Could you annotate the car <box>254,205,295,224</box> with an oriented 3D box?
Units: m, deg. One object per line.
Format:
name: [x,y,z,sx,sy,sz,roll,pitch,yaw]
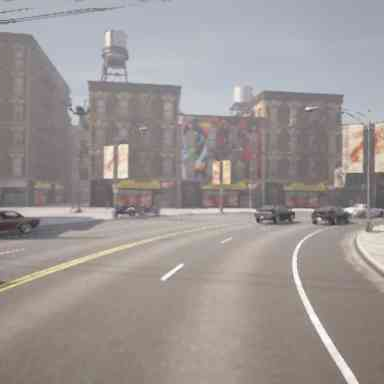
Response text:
car: [7.061,1.844,28.091,2.128,1.511,4.902,0,-1,40]

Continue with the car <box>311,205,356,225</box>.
car: [11.703,1.904,27.926,1.837,1.490,4.892,0,-1,44]

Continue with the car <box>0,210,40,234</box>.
car: [-10.643,1.668,17.775,1.895,1.301,4.718,0,-1,22]

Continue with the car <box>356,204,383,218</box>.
car: [19.199,2.089,37.022,4.674,1.442,1.812,1,-1,-25]
